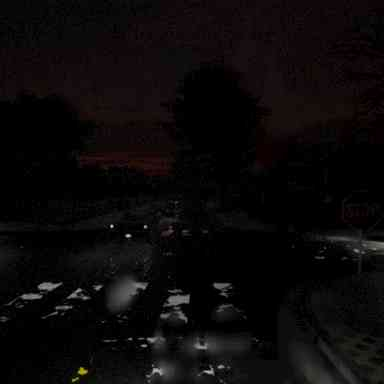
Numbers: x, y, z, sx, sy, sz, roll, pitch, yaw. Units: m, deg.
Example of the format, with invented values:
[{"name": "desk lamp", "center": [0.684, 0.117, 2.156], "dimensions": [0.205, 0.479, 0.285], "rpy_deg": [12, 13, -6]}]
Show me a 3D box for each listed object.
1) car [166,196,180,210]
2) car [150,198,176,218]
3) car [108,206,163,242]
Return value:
[{"name": "car", "center": [-2.654, 1.302, 42.127], "dimensions": [2.097, 1.767, 4.553], "rpy_deg": [0, 0, 0]}, {"name": "car", "center": [-2.680, 1.515, 29.750], "dimensions": [1.812, 1.442, 4.674], "rpy_deg": [0, 0, 0]}, {"name": "car", "center": [-2.716, 1.580, 16.411], "dimensions": [1.895, 1.301, 4.718], "rpy_deg": [1, 0, 0]}]
